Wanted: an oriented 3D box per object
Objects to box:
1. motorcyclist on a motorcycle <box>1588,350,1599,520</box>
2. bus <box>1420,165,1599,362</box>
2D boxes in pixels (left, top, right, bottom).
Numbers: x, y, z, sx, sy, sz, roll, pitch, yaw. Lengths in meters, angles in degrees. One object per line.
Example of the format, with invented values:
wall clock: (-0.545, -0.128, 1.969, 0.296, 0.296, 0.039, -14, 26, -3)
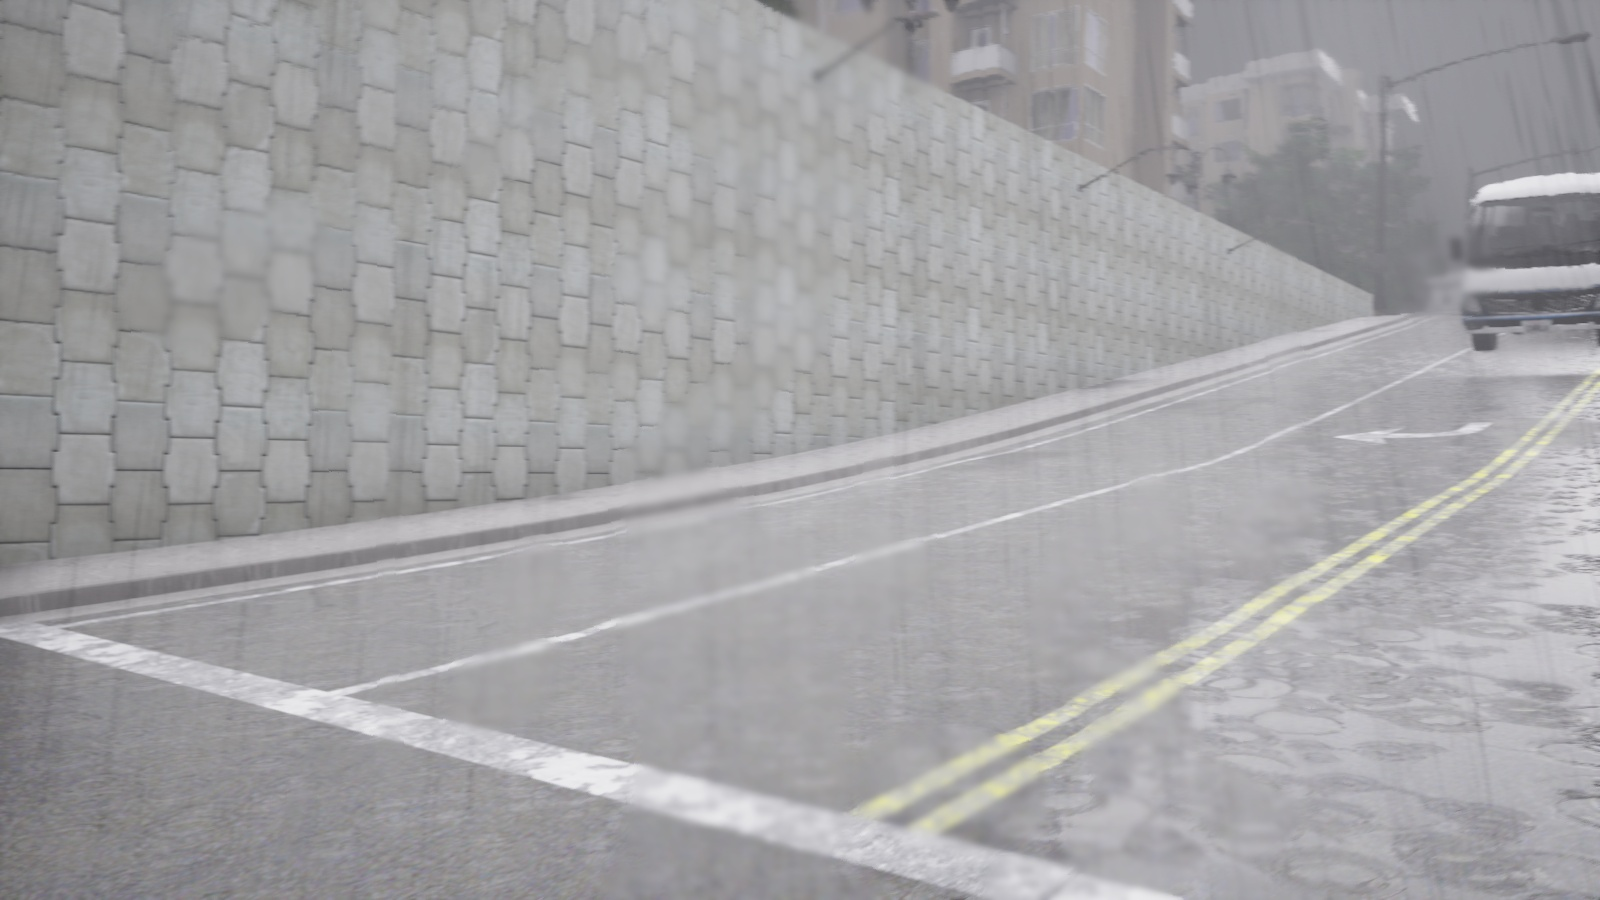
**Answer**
motorcyclist on a motorcycle: (8.233, -0.216, 12.124, 0.866, 1.530, 2.191, 1, 6, 37)
bus: (19.574, -4.991, 33.100, 3.944, 4.253, 10.273, 1, 9, 37)
